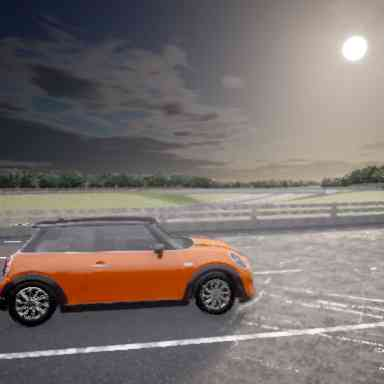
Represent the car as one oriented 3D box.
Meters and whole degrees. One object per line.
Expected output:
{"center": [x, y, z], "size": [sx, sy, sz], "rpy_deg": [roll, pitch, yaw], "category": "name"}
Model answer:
{"center": [-1.130, 1.271, 6.564], "size": [4.553, 1.767, 2.097], "rpy_deg": [-1, 1, -8], "category": "car"}
